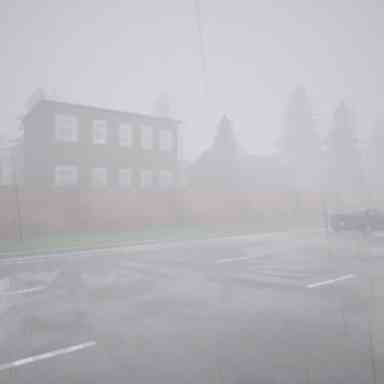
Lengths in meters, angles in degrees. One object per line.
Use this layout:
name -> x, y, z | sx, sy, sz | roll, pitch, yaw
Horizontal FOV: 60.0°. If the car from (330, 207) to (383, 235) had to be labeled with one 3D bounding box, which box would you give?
car -> 10.238, 1.608, 19.653 | 5.008, 1.535, 1.882 | 1, 0, -36
